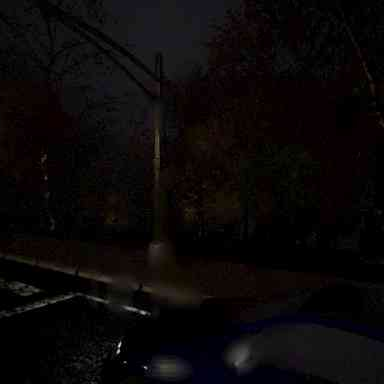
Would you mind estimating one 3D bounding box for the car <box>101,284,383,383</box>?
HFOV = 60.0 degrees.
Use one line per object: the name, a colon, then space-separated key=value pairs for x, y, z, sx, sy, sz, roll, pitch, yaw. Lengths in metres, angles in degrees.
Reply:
car: x=1.147 y=1.564 z=2.865 sx=4.181 sy=1.385 sz=1.994 roll=0 pitch=0 yaw=35
